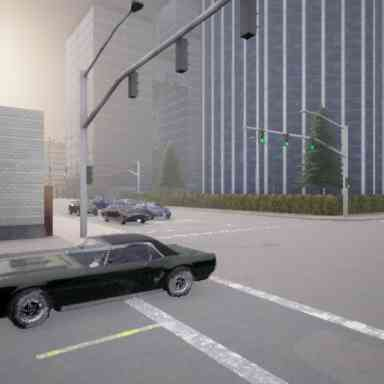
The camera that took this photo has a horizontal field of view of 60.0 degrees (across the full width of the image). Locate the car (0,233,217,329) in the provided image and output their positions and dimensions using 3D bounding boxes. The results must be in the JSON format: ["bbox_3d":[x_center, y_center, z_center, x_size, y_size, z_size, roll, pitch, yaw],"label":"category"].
[{"bbox_3d":[-1.855,1.600,7.053,4.718,1.301,1.895,0,0,-34],"label":"car"}]

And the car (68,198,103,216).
[{"bbox_3d":[-10.910,1.560,33.192,1.837,1.490,4.892,0,0,-36],"label":"car"}]

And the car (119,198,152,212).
[{"bbox_3d":[-6.847,1.560,39.855,1.837,1.490,4.892,0,0,-36],"label":"car"}]

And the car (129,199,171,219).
[{"bbox_3d":[-3.644,1.581,29.099,1.812,1.442,4.674,0,0,-36],"label":"car"}]

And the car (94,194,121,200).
[{"bbox_3d":[-9.309,1.277,36.969,2.150,2.045,5.566,0,0,-36],"label":"car"}]

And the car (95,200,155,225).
[{"bbox_3d":[-5.237,1.603,25.285,2.033,1.411,5.357,0,0,-36],"label":"car"}]
